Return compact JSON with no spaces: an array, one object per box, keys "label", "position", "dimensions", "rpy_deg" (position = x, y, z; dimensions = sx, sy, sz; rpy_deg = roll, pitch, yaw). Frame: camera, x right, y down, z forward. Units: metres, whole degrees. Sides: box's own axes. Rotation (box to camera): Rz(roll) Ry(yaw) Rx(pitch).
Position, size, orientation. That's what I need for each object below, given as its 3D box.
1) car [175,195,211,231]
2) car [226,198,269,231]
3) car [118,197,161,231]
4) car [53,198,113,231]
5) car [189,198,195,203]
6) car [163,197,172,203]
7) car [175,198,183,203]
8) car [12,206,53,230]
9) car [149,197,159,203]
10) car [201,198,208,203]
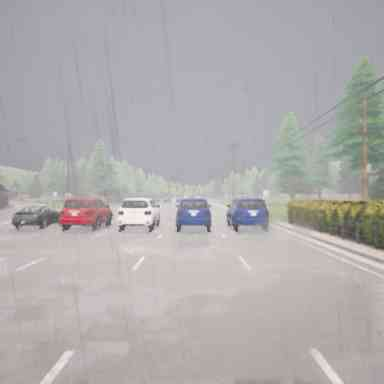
[{"label":"car","position":[0.099,1.425,22.195],"dimensions":[2.150,2.045,5.566],"rpy_deg":[0,-1,0]},{"label":"car","position":[3.600,1.425,22.146],"dimensions":[2.150,2.045,5.566],"rpy_deg":[0,-1,0]},{"label":"car","position":[-3.401,1.425,22.137],"dimensions":[2.150,2.045,5.566],"rpy_deg":[0,-1,0]},{"label":"car","position":[-6.901,1.425,22.199],"dimensions":[2.150,2.045,5.566],"rpy_deg":[0,-1,0]},{"label":"car","position":[0.000,2.351,91.198],"dimensions":[1.812,1.442,4.674],"rpy_deg":[0,-1,0]},{"label":"car","position":[-7.000,2.366,91.198],"dimensions":[2.033,1.411,5.357],"rpy_deg":[0,-1,0]},{"label":"car","position":[-3.500,2.304,91.199],"dimensions":[1.882,1.535,5.008],"rpy_deg":[0,-1,0]},{"label":"car","position":[-10.400,1.702,22.920],"dimensions":[2.128,1.511,4.902],"rpy_deg":[0,-1,0]},{"label":"car","position":[-10.500,2.186,91.586],"dimensions":[2.097,1.767,4.553],"rpy_deg":[0,-1,0]},{"label":"car","position":[3.500,2.351,91.198],"dimensions":[1.812,1.442,4.674],"rpy_deg":[0,-1,0]}]
